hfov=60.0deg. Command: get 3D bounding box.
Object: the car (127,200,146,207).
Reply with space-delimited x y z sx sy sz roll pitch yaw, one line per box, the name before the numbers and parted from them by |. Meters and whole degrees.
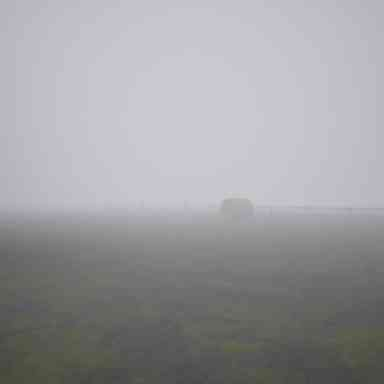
car | -11.314 2.312 67.874 1.812 1.442 4.674 -2 -2 35
